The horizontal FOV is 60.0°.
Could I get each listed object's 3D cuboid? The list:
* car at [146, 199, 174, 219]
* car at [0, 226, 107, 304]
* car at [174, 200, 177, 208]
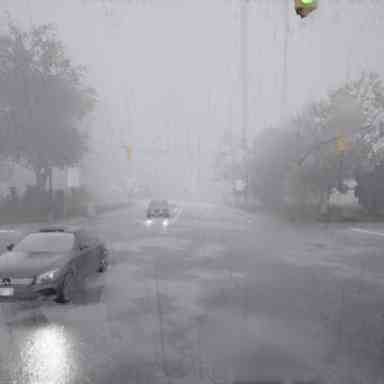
[{"bbox_3d":[-3.481,1.786,35.393,2.150,2.045,5.566,0,1,0],"label":"car"},{"bbox_3d":[-3.490,1.643,8.574,1.812,1.442,4.674,0,-1,0],"label":"car"},{"bbox_3d":[-3.740,2.160,61.193,1.812,1.442,4.674,0,0,-3],"label":"car"}]
